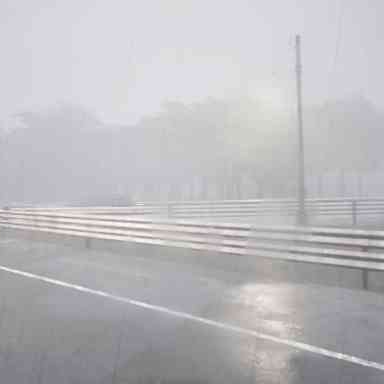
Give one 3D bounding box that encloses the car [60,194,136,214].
[{"bbox_3d":[-6.975,1.163,24.995,5.566,2.045,2.150,-1,0,9],"label":"car"}]
